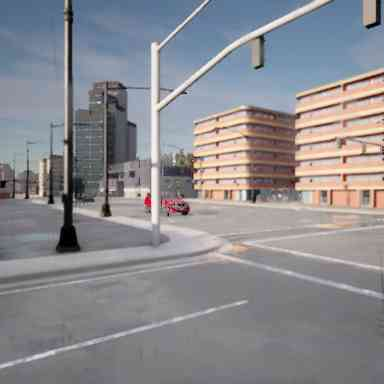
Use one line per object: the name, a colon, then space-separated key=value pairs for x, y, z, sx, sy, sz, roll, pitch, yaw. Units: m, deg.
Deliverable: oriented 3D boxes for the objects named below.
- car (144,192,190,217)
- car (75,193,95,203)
car: x=-2.370 y=1.025 z=29.977 sx=2.150 sy=2.045 sz=5.566 roll=0 pitch=1 yaw=-34
car: x=-16.212 y=0.885 z=50.302 sx=1.837 sy=1.490 sz=4.892 roll=0 pitch=1 yaw=-34
